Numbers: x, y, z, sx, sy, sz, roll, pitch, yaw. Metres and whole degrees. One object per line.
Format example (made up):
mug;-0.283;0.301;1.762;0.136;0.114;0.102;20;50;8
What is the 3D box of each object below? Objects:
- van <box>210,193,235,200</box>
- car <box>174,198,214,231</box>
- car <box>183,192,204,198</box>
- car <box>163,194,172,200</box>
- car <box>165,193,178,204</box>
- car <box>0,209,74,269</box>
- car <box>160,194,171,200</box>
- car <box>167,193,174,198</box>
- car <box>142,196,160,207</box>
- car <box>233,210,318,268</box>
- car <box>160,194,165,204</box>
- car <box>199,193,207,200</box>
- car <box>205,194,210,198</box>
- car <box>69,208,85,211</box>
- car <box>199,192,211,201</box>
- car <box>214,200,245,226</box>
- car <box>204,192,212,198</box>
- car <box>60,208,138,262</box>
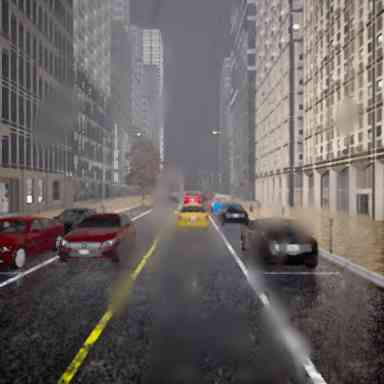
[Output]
van;2.660;1.182;27.985;1.690;1.788;3.998;0;0;0
car;0.075;1.345;19.618;1.801;1.575;5.366;0;0;0
car;0.054;0.986;40.694;2.150;2.045;5.566;0;1;0
car;-5.781;1.071;79.217;1.947;1.339;4.313;0;0;0
car;-3.132;1.245;53.210;1.994;1.385;4.181;0;0;0
car;-5.701;1.484;10.907;1.887;1.381;4.507;0;0;0
car;-5.774;1.096;73.524;2.008;1.369;4.403;0;0;0
car;-5.794;1.006;90.600;1.802;1.307;4.206;0;0;0
car;-5.741;1.260;44.892;1.752;1.417;4.829;0;0;0
car;2.679;1.506;10.909;1.947;1.339;4.313;0;0;0
car;-5.748;1.248;50.756;2.008;1.369;4.403;0;0;0
car;2.600;1.030;79.383;1.752;1.417;4.829;0;0;0
car;2.653;1.246;33.677;1.967;1.590;4.097;0;0;0
car;-5.708;1.473;16.600;1.947;1.339;4.313;0;0;0
car;2.614;0.900;67.829;2.192;1.841;5.009;0;0;0
car;2.666;1.441;22.293;1.947;1.339;4.313;0;0;0
car;2.628;0.975;56.444;2.192;1.841;5.009;0;0;0
car;-3.116;1.459;11.920;1.812;1.442;4.674;0;0;0
